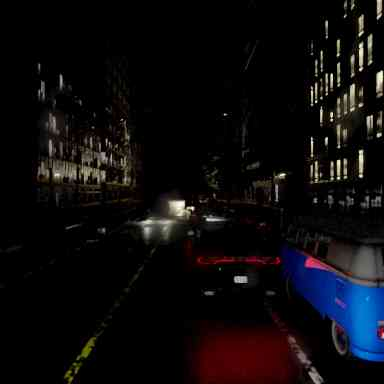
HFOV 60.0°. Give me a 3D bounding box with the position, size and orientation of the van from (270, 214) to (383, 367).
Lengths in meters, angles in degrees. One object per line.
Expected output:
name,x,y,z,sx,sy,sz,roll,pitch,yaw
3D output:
van,2.698,1.341,5.639,1.690,1.788,3.998,0,0,0

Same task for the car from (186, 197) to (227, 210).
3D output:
car,0.873,1.351,18.622,2.097,1.767,4.553,0,0,0

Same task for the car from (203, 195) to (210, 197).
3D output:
car,2.743,1.544,45.485,2.008,1.369,4.403,0,0,0

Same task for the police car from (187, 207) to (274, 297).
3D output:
police car,0.911,1.425,8.769,1.930,1.638,5.238,0,0,0

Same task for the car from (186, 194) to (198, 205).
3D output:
car,0.068,1.327,59.392,2.097,1.767,4.553,0,0,0

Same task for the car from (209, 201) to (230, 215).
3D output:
car,2.730,1.581,34.100,1.802,1.307,4.206,0,0,0

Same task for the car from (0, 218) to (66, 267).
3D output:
car,-5.677,1.582,11.343,1.802,1.307,4.206,0,0,0

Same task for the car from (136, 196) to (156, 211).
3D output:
car,-5.644,1.548,39.806,2.008,1.369,4.403,0,0,0

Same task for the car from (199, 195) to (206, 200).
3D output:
car,2.796,1.462,91.025,1.887,1.381,4.507,0,0,0

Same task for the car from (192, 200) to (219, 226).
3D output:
car,0.929,1.455,24.850,1.801,1.575,5.366,0,0,0

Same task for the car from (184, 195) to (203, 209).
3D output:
car,0.060,1.345,45.440,2.097,1.767,4.553,0,0,0

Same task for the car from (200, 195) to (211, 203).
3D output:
car,2.769,1.401,68.255,1.967,1.590,4.097,0,0,0

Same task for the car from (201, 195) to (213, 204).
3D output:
car,2.763,1.410,62.563,1.967,1.590,4.097,0,0,0

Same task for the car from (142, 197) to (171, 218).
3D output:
car,-2.965,1.477,30.034,1.882,1.535,5.008,0,0,0

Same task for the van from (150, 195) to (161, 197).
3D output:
van,-5.630,1.328,51.191,1.690,1.788,3.998,0,0,0
